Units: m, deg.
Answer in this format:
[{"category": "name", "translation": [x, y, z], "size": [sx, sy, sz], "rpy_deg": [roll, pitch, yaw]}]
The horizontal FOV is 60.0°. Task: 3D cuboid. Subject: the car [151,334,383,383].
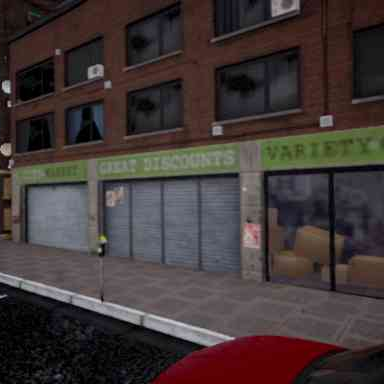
[{"category": "car", "translation": [1.664, 1.541, 1.697], "size": [4.507, 1.381, 1.887], "rpy_deg": [-1, -1, 35]}]
